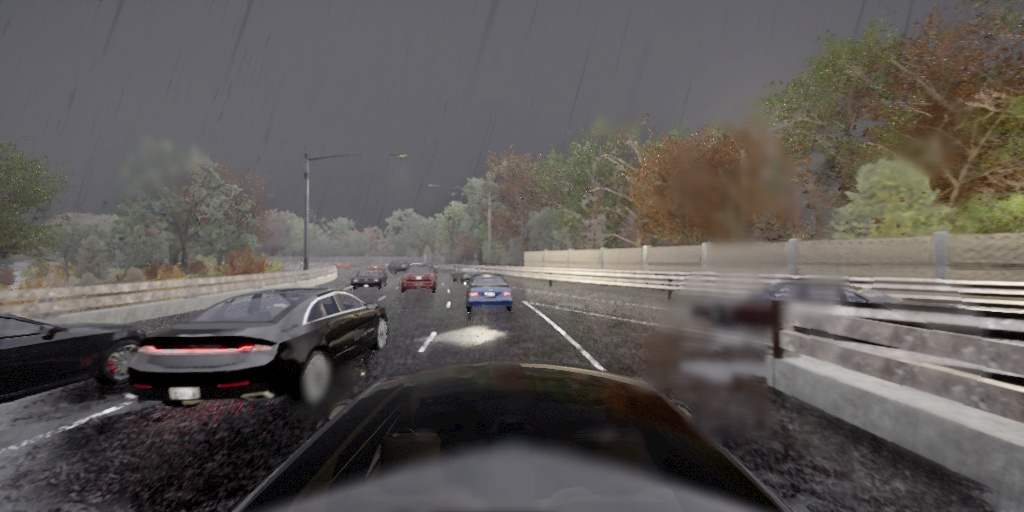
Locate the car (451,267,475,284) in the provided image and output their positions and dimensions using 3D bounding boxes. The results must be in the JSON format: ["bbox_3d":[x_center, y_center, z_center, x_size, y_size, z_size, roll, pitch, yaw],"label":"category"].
[{"bbox_3d":[-4.055,1.676,31.675,2.033,1.411,5.357,0,-1,-21],"label":"car"}]

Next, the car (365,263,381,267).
[{"bbox_3d":[-19.417,1.729,50.260,2.097,1.767,4.553,0,-1,-27],"label":"car"}]

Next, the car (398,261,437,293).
[{"bbox_3d":[-6.043,1.382,23.626,2.097,1.767,4.553,0,-1,-12],"label":"car"}]

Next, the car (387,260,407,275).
[{"bbox_3d":[-16.127,1.611,51.598,2.150,2.045,5.566,0,-1,-27],"label":"car"}]

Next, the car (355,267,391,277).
[{"bbox_3d":[-9.998,1.658,25.468,1.895,1.301,4.718,0,-1,-13],"label":"car"}]

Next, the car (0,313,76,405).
[{"bbox_3d":[-7.064,1.314,4.211,1.812,1.442,4.674,0,-1,-2],"label":"car"}]

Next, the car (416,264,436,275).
[{"bbox_3d":[-12.522,1.896,51.908,1.837,1.490,4.892,0,-1,-27],"label":"car"}]

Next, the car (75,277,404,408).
[{"bbox_3d":[-3.664,1.303,6.310,2.128,1.511,4.902,0,-1,-3],"label":"car"}]

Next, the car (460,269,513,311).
[{"bbox_3d":[-1.091,1.471,15.507,2.033,1.411,5.357,0,-1,-7],"label":"car"}]

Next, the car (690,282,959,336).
[{"bbox_3d":[7.657,1.386,9.387,2.033,1.411,5.357,0,-1,-34],"label":"car"}]
